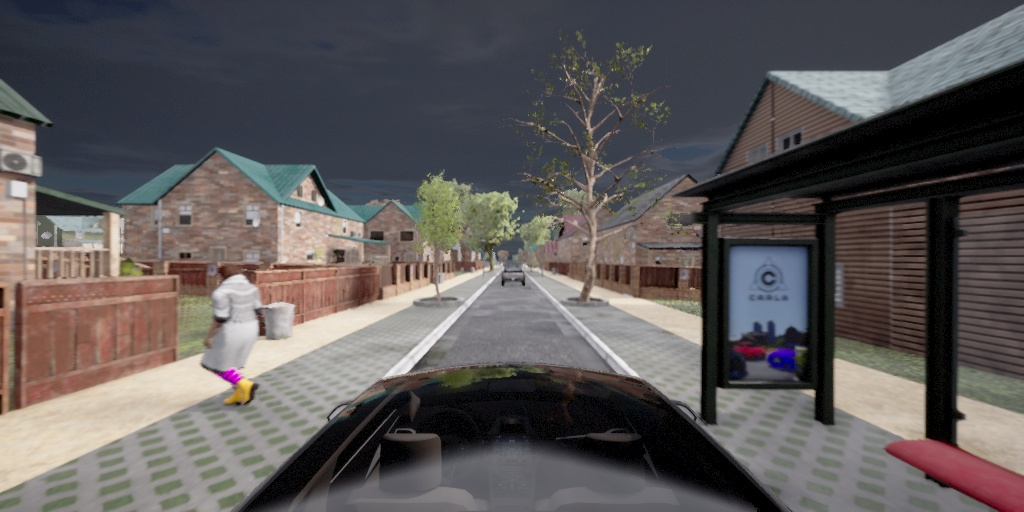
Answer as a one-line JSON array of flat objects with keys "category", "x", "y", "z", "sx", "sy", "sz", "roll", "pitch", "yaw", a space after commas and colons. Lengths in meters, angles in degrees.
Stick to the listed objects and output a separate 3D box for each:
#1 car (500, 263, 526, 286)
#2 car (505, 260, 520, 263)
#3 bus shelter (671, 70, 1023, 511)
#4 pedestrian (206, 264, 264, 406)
[{"category": "car", "x": 0.092, "y": 1.535, "z": 28.725, "sx": 2.128, "sy": 1.511, "sz": 4.902, "roll": 0, "pitch": -1, "yaw": 0}, {"category": "car", "x": 0.096, "y": 1.448, "z": 43.694, "sx": 2.150, "sy": 2.045, "sz": 5.566, "roll": 0, "pitch": 0, "yaw": 0}, {"category": "bus shelter", "x": 3.010, "y": 0.636, "z": 2.737, "sx": 1.920, "sy": 2.740, "sz": 3.880, "roll": 0, "pitch": 0, "yaw": 0}, {"category": "pedestrian", "x": -3.463, "y": 0.920, "z": 4.499, "sx": 0.375, "sy": 1.860, "sz": 0.375, "roll": -1, "pitch": 0, "yaw": 0}]
